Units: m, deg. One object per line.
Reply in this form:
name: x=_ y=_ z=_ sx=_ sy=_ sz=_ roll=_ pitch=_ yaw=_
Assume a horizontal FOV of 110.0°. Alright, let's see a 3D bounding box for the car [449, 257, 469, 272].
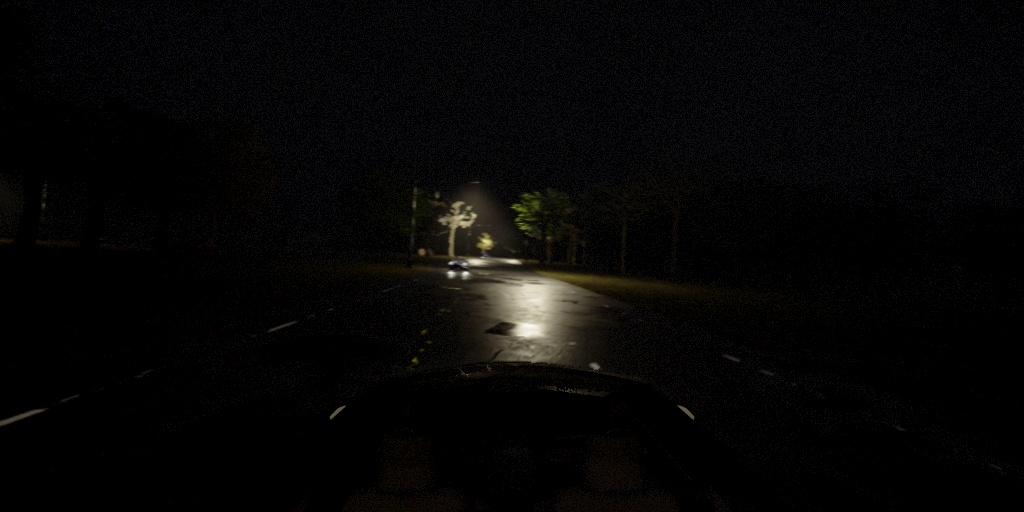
car: x=-6.281 y=0.871 z=42.868 sx=2.097 sy=1.767 sz=4.553 roll=4 pitch=0 yaw=-4
